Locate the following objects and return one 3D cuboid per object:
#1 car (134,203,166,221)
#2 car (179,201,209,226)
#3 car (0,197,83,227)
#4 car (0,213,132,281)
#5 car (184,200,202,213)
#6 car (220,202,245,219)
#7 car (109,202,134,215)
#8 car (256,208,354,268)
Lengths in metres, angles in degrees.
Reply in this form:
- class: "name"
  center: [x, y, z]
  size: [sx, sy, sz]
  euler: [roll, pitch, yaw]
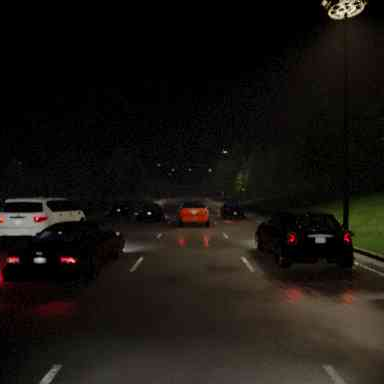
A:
- class: "car"
  center: [-3.360, 1.654, 28.116]
  size: [1.994, 1.385, 4.181]
  euler: [0, 0, 0]
- class: "car"
  center: [0.135, 1.430, 24.341]
  size: [2.097, 1.767, 4.553]
  euler: [0, 0, 0]
- class: "car"
  center: [-6.876, 1.270, 15.865]
  size: [2.150, 2.045, 5.566]
  euler: [0, 0, 0]
- class: "car"
  center: [-3.388, 1.579, 9.915]
  size: [2.033, 1.411, 5.357]
  euler: [0, 0, 0]
- class: "car"
  center: [0.156, 1.691, 39.175]
  size: [1.994, 1.385, 4.181]
  euler: [0, 0, 0]
- class: "car"
  center: [3.644, 1.625, 30.405]
  size: [1.812, 1.442, 4.674]
  euler: [0, 0, 0]
- class: "car"
  center: [-6.852, 1.668, 33.045]
  size: [1.994, 1.385, 4.181]
  euler: [0, 0, 0]
- class: "car"
  center: [3.620, 1.391, 11.539]
  size: [2.097, 1.767, 4.553]
  euler: [0, 0, 0]
